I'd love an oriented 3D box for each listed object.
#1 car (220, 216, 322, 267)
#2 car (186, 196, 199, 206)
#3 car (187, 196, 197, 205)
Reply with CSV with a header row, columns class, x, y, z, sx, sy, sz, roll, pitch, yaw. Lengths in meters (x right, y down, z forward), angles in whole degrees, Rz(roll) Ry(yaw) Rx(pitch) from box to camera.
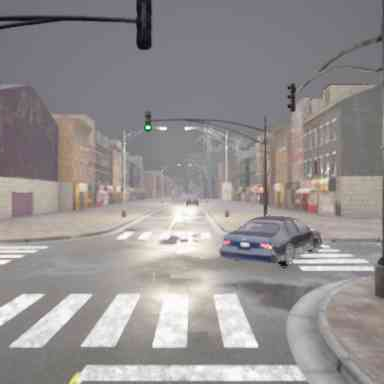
class,x,y,z,sx,sy,sz,roll,pitch,yaw
car,2.934,1.547,11.514,2.033,1.411,5.357,-1,0,35
car,0.060,1.467,55.541,2.097,1.767,4.553,0,0,0
car,-0.047,1.617,65.200,1.882,1.535,5.008,0,0,0
